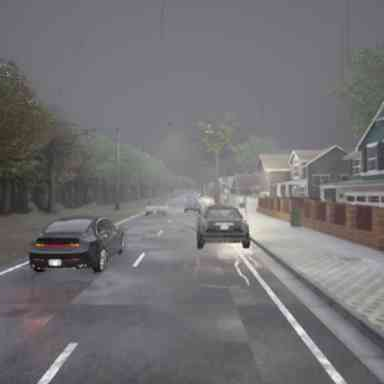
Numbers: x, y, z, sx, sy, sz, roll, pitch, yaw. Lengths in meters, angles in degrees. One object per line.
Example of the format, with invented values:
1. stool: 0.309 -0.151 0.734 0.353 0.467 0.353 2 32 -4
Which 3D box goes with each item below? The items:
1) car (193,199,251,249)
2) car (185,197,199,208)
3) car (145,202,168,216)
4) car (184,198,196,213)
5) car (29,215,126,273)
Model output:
1. car: 1.226 1.351 14.740 2.097 1.767 4.553 0 0 0
2. car: 0.005 1.570 50.769 2.033 1.411 5.357 0 0 0
3. car: -3.396 1.609 32.777 1.895 1.301 4.718 0 0 0
4. car: 0.044 1.560 37.499 2.033 1.411 5.357 0 0 0
5. car: -3.397 1.504 10.675 1.837 1.490 4.892 0 0 0
